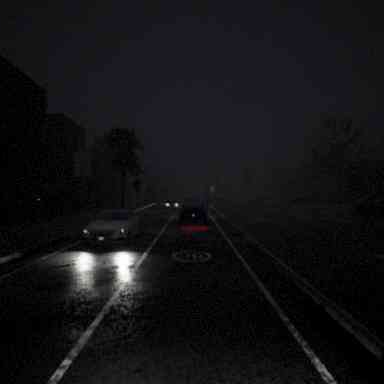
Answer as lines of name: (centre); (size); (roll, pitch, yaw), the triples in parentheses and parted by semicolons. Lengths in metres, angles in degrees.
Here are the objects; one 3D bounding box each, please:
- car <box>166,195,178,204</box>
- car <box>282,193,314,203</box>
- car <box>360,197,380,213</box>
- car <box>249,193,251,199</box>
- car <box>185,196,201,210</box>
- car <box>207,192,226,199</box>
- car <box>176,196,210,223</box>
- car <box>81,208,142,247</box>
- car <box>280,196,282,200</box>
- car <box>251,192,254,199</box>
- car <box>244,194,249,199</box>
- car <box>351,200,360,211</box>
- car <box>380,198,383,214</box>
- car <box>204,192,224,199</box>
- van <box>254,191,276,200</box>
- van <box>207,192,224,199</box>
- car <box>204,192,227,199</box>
car: (-3.337, 1.184, 56.446); (1.812, 1.442, 4.674); (0, 0, 0)
car: (18.727, 0.967, 58.150); (4.553, 1.767, 2.185); (0, 0, 0)
car: (18.684, 1.268, 30.539); (4.892, 1.521, 2.231); (0, 0, 0)
car: (18.646, 1.149, 87.571); (5.366, 1.575, 1.946); (0, -1, 0)
car: (0.078, 1.260, 40.672); (1.837, 1.490, 4.892); (0, 0, 0)
car: (6.240, 0.996, 85.577); (4.553, 1.767, 2.185); (0, -1, 0)
car: (0.088, 1.333, 24.101); (1.882, 1.535, 5.008); (0, 1, 0)
car: (-3.357, 1.438, 14.620); (1.812, 1.442, 4.674); (0, 0, 0)
car: (18.655, 1.114, 61.321); (4.674, 1.452, 2.002); (0, 0, 0)
car: (18.668, 1.114, 84.910); (5.366, 1.575, 1.946); (0, -1, 0)
car: (18.384, 0.997, 93.289); (5.566, 2.045, 2.435); (0, -1, -1)
car: (18.688, 1.286, 33.815); (4.674, 1.452, 2.002); (0, 0, 0)
car: (18.695, 1.288, 27.266); (5.008, 1.535, 2.097); (0, 0, 0)
car: (6.152, 1.028, 94.807); (5.566, 2.045, 2.435); (0, -1, -1)
van: (18.390, 0.860, 82.116); (4.442, 1.987, 1.878); (0, -1, 0)
van: (6.299, 0.941, 88.616); (4.442, 1.987, 1.878); (0, -1, -1)
car: (6.049, 1.087, 82.656); (5.366, 1.575, 1.946); (0, -1, 0)
